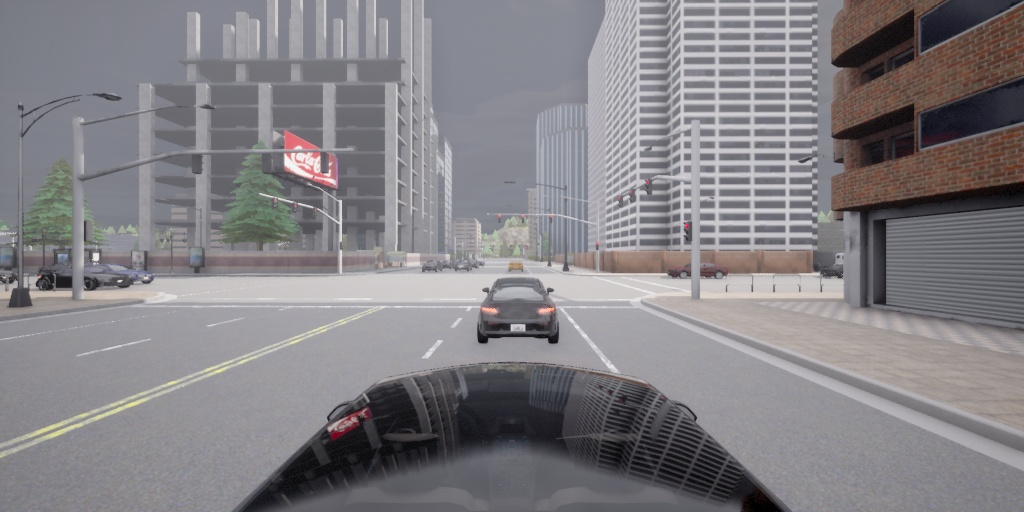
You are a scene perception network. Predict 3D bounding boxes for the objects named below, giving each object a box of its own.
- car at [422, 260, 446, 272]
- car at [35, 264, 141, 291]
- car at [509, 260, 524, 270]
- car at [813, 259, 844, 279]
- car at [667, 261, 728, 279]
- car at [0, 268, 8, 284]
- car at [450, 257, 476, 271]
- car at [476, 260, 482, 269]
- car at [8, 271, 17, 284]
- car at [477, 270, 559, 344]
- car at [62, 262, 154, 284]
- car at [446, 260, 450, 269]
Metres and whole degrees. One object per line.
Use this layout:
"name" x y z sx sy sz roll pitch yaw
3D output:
"car" -10.077 1.277 45.643 1.837 1.490 4.892 0 0 1
"car" -25.502 1.324 21.506 4.181 1.385 1.994 0 0 0
"car" 0.574 1.251 48.368 1.882 1.535 5.008 0 0 1
"car" 30.221 1.243 31.805 5.008 1.535 1.882 0 0 1
"car" 16.472 1.243 31.919 5.008 1.535 1.882 0 0 0
"car" -34.201 1.112 21.569 4.553 1.767 2.097 0 0 0
"car" -6.537 1.265 48.548 2.128 1.511 4.902 0 0 1
"car" -6.414 1.283 57.920 1.837 1.490 4.892 0 0 1
"car" -37.845 1.267 25.095 4.892 1.490 1.837 0 0 0
"car" 0.160 1.280 9.504 1.812 1.442 4.674 0 0 1
"car" -27.855 1.288 25.023 4.674 1.442 1.812 0 0 0
"car" -9.954 1.325 55.378 2.033 1.411 5.357 0 0 1
